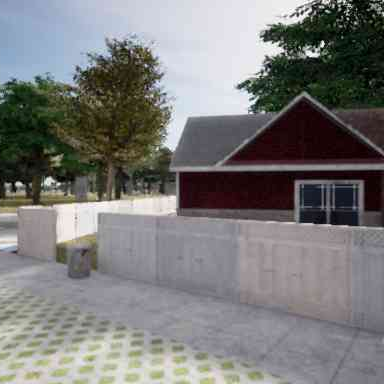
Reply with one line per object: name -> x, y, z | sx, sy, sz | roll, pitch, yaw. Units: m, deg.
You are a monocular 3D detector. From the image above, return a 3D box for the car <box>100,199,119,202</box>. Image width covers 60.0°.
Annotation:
car -> -8.255, 1.381, 34.100 | 1.895, 1.301, 4.718 | 0, 0, 12
